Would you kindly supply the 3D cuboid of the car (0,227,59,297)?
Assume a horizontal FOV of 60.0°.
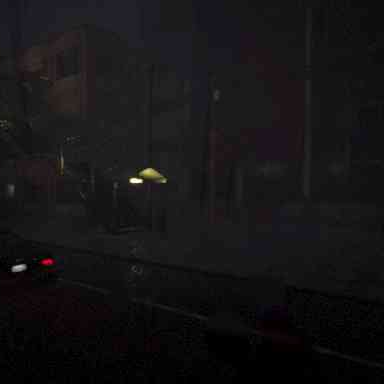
[{"bbox_3d":[-5.345,1.484,7.806,5.357,1.411,2.033,1,0,36],"label":"car"}]
